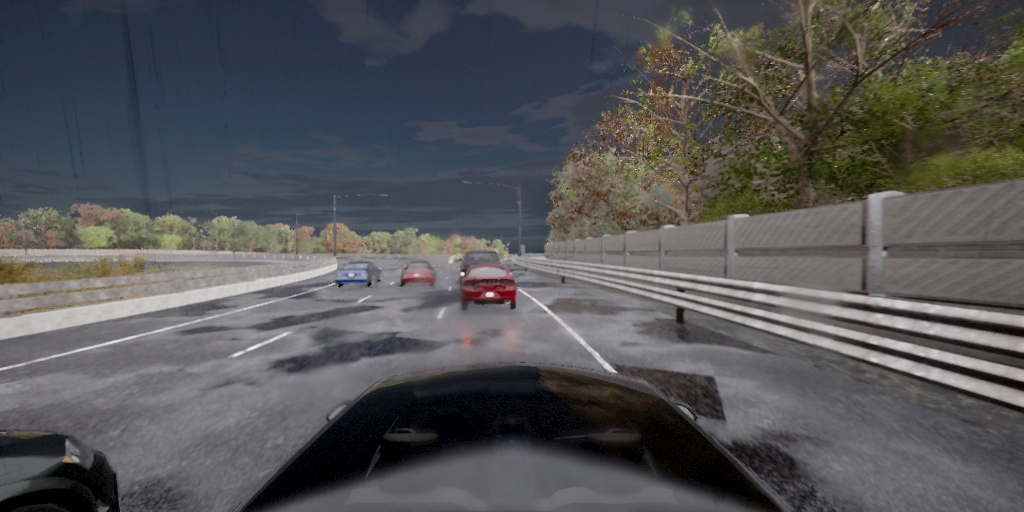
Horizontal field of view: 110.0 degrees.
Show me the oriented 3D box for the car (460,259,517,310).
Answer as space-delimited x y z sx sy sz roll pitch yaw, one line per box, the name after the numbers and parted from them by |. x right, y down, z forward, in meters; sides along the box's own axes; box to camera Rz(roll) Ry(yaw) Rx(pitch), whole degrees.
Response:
-0.953 1.035 13.768 1.882 1.535 5.008 0 1 -6 | car

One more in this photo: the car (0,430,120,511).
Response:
-3.590 1.352 0.572 1.994 1.385 4.181 0 1 0 | car

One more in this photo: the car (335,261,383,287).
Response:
-9.090 1.020 21.610 2.033 1.411 5.357 0 1 -12 | car

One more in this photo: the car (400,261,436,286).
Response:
-5.701 1.010 22.118 1.994 1.385 4.181 0 1 -11 | car

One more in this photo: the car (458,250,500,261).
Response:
-1.829 0.674 20.508 2.150 2.045 5.566 0 1 -9 | car
